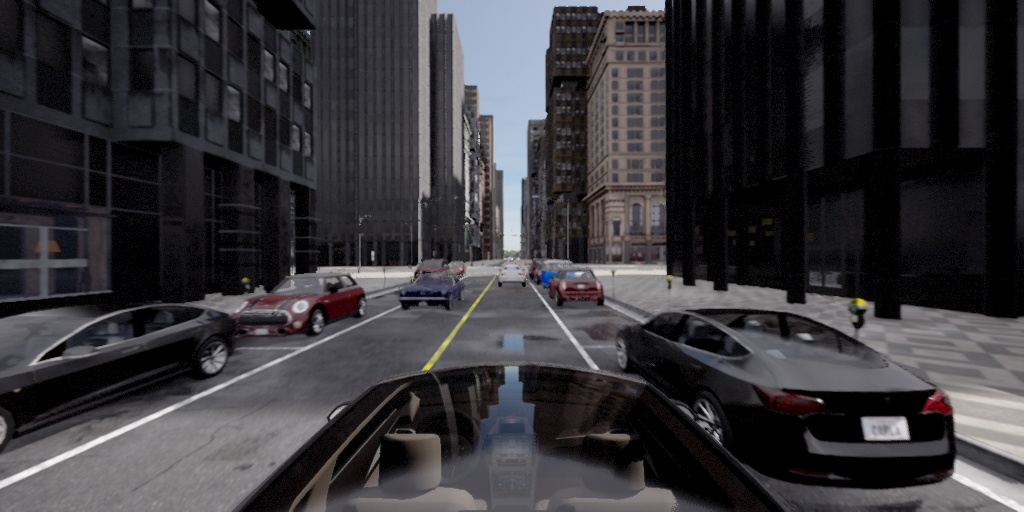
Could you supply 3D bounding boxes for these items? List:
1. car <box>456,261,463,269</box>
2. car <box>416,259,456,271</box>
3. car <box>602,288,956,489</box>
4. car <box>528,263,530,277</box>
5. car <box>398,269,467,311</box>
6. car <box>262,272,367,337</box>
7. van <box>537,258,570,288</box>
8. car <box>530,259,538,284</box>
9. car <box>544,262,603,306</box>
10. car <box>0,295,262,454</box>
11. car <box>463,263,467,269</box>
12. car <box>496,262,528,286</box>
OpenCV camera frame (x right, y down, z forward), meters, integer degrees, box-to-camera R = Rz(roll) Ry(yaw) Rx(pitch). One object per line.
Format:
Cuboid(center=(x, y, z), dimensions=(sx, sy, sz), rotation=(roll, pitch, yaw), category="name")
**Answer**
Cuboid(center=(-5.900, 1.379, 32.522), dimensions=(1.751, 1.417, 4.829), rotation=(0, 0, 0), category="car")
Cuboid(center=(-5.876, 1.153, 27.090), dimensions=(2.192, 1.841, 5.009), rotation=(0, 0, 0), category="car")
Cuboid(center=(2.751, 1.314, 4.724), dimensions=(1.948, 1.339, 4.313), rotation=(0, 0, 0), category="car")
Cuboid(center=(2.624, 1.138, 32.733), dimensions=(2.192, 1.841, 5.009), rotation=(0, 0, 0), category="car")
Cuboid(center=(-3.145, 1.397, 14.889), dimensions=(1.895, 1.301, 4.718), rotation=(0, 0, 0), category="car")
Cuboid(center=(-5.799, 1.233, 10.284), dimensions=(1.967, 1.591, 4.097), rotation=(0, 0, 0), category="car")
Cuboid(center=(2.675, 1.133, 21.529), dimensions=(1.690, 1.789, 3.998), rotation=(0, 0, 0), category="van")
Cuboid(center=(2.650, 1.247, 27.130), dimensions=(1.967, 1.591, 4.097), rotation=(0, 0, 0), category="car")
Cuboid(center=(2.701, 1.217, 15.927), dimensions=(1.967, 1.591, 4.097), rotation=(0, 0, 0), category="car")
Cuboid(center=(-5.774, 1.344, 4.682), dimensions=(1.948, 1.339, 4.313), rotation=(0, 0, 0), category="car")
Cuboid(center=(-5.927, 1.309, 38.294), dimensions=(1.967, 1.591, 4.097), rotation=(0, 0, 0), category="car")
Cuboid(center=(-0.013, 1.340, 25.874), dimensions=(1.812, 1.442, 4.674), rotation=(0, 0, 0), category="car")
